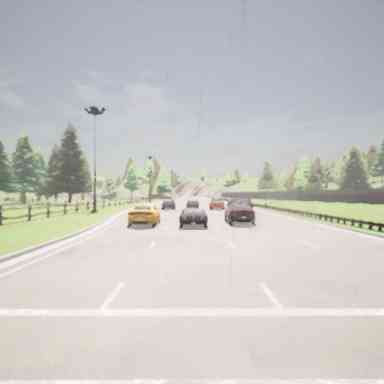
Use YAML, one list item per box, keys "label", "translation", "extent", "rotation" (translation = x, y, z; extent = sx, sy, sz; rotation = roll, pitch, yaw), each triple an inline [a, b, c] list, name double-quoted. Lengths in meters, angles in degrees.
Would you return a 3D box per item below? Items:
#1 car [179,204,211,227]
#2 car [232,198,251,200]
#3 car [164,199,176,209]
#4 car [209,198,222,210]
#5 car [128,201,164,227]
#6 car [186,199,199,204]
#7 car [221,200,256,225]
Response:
- label: "car"
  translation: [0.098, 1.749, 23.741]
  extent: [1.895, 1.301, 4.718]
  rotation: [0, 0, 0]
- label: "car"
  translation: [6.997, 1.630, 44.758]
  extent: [2.097, 1.767, 4.553]
  rotation: [0, 0, 0]
- label: "car"
  translation: [-3.403, 1.798, 49.363]
  extent: [2.128, 1.511, 4.902]
  rotation: [0, 0, 0]
- label: "car"
  translation: [3.597, 1.657, 49.136]
  extent: [2.097, 1.767, 4.553]
  rotation: [0, 0, 0]
- label: "car"
  translation: [-3.403, 1.628, 24.247]
  extent: [1.882, 1.535, 5.008]
  rotation: [0, 0, 0]
- label: "car"
  translation: [0.098, 1.798, 49.370]
  extent: [2.128, 1.511, 4.902]
  rotation: [0, 0, 0]
- label: "car"
  translation: [3.597, 1.637, 25.551]
  extent: [1.882, 1.535, 5.008]
  rotation: [0, 0, 0]
